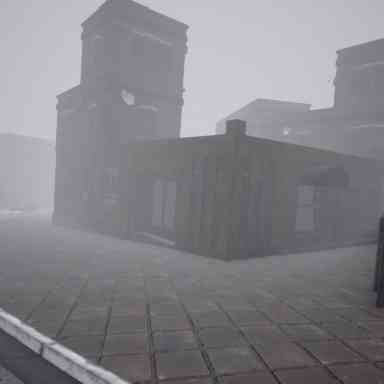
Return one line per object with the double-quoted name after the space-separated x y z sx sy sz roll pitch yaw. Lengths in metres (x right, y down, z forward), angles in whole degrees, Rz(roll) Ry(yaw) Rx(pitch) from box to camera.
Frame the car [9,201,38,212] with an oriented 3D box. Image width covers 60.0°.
-24.003 2.055 47.485 1.994 1.385 4.181 4 -1 9 "car"
